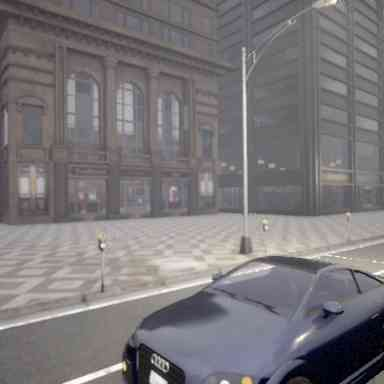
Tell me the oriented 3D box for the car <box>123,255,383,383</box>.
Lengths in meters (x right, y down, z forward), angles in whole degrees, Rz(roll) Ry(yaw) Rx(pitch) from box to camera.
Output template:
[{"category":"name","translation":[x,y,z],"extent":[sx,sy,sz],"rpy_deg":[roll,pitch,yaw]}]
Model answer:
[{"category":"car","translation":[1.236,1.602,4.374],"extent":[4.181,1.385,1.994],"rpy_deg":[0,-1,-39]}]
